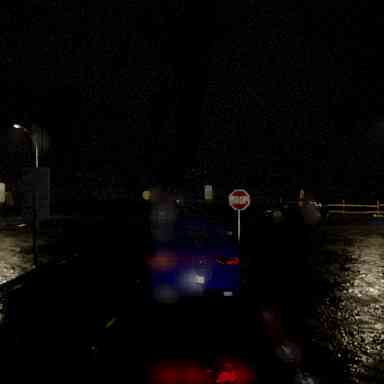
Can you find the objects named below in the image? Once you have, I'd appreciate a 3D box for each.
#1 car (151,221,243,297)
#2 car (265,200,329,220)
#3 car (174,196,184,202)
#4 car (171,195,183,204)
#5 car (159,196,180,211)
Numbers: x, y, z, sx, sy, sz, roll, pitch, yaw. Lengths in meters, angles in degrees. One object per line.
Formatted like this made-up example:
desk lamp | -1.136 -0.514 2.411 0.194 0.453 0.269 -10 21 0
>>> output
car | 0.086 1.475 8.627 1.882 1.535 5.008 0 0 0
car | 8.362 1.419 26.651 4.892 1.490 1.837 0 0 8
car | -2.777 1.520 71.553 1.895 1.301 4.718 0 0 0
car | -2.850 1.312 50.034 2.097 1.767 4.553 0 0 0
car | -2.854 1.537 40.101 1.994 1.385 4.181 0 0 0
